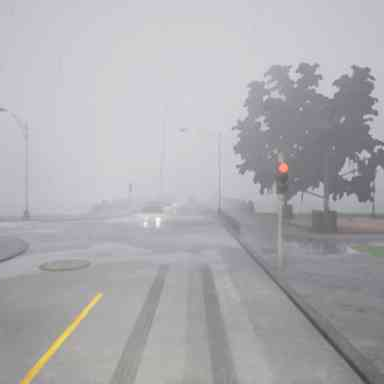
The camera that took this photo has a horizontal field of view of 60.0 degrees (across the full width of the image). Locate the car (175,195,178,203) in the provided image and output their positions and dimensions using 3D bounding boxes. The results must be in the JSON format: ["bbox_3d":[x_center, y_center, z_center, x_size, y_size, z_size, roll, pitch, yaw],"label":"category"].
[{"bbox_3d":[-3.916,1.414,68.951,2.128,1.511,4.902,0,0,0],"label":"car"}]

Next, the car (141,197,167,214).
[{"bbox_3d":[-4.055,1.524,34.772,1.994,1.385,4.181,0,0,0],"label":"car"}]

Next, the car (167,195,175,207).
[{"bbox_3d":[-4.029,1.491,49.605,2.033,1.411,5.357,0,0,0],"label":"car"}]

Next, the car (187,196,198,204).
[{"bbox_3d":[0.076,1.477,61.915,2.033,1.411,5.357,0,0,0],"label":"car"}]
